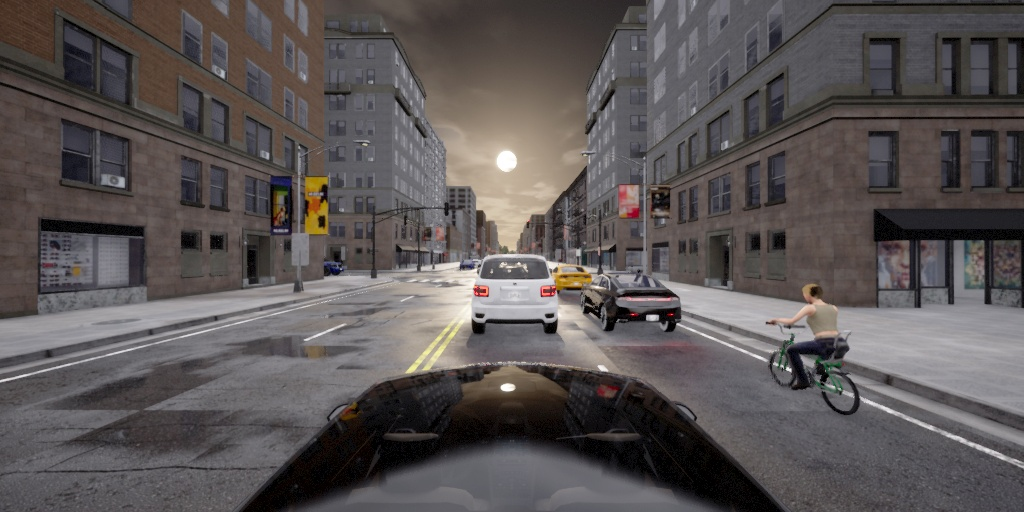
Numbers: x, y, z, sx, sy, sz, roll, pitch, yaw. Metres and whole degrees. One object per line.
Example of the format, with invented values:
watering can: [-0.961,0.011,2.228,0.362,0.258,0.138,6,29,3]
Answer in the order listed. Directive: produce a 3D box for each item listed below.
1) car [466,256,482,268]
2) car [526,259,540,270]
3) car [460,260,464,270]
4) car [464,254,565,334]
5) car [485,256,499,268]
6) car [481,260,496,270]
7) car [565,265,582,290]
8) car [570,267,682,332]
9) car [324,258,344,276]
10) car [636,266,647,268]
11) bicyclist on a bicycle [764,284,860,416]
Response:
car: [-6.722,0.995,64.081,2.150,2.045,5.566,0,0,0]
car: [3.127,1.275,53.634,1.837,1.490,4.892,0,0,1]
car: [-6.728,1.248,54.137,1.882,1.535,5.008,0,0,0]
car: [0.075,0.973,10.798,2.150,2.045,5.566,0,0,0]
car: [-3.480,0.995,62.470,2.150,2.045,5.566,0,0,0]
car: [-3.470,1.334,53.128,1.994,1.385,4.181,0,0,0]
car: [3.202,1.232,20.361,1.882,1.535,5.008,0,0,0]
car: [3.318,1.243,10.871,2.128,1.511,4.902,0,0,0]
car: [-19.818,0.958,35.871,5.566,2.045,2.150,0,0,2]
car: [14.955,1.412,38.764,4.718,1.301,1.895,0,0,1]
bicyclist on a bicycle: [4.124,1.187,5.001,0.866,1.612,1.509,0,0,0]
